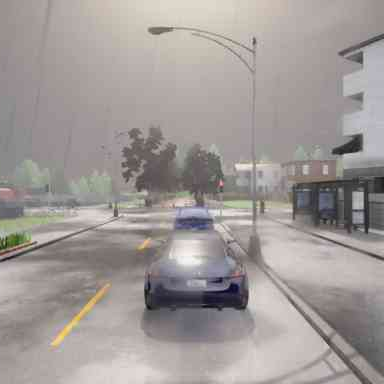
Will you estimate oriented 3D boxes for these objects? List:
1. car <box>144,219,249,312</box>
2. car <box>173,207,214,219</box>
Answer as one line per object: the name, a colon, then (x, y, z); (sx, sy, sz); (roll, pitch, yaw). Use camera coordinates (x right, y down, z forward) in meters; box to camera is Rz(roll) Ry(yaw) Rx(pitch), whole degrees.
car: (0.090, 1.564, 7.808); (1.994, 1.385, 4.181); (0, 0, 0)
car: (0.080, 1.478, 16.791); (1.882, 1.535, 5.008); (0, 0, 0)
